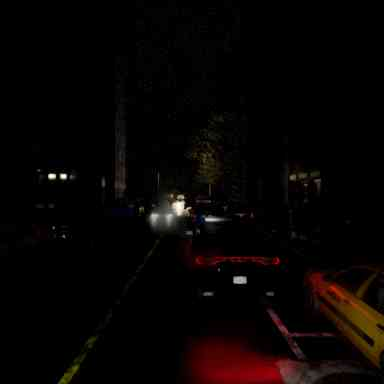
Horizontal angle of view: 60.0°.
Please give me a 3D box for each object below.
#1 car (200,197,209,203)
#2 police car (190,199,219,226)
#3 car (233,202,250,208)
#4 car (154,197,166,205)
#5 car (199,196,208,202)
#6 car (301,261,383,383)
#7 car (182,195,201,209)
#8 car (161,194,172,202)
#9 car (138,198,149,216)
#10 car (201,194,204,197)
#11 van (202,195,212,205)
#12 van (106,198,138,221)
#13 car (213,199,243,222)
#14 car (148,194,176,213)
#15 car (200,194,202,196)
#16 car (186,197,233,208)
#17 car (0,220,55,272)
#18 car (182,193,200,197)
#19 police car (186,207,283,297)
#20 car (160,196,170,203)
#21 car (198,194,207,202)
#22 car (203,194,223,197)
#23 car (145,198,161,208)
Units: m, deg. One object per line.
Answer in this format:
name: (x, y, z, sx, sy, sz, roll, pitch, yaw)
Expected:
car: (2.684, 1.673, 71.966, 1.802, 1.307, 4.206, 0, 0, 0)
police car: (0.840, 1.424, 24.712, 1.930, 1.638, 5.238, 0, 0, 0)
car: (2.807, 1.436, 21.211, 1.967, 1.590, 4.097, 0, 0, 0)
car: (-5.814, 1.644, 60.678, 1.802, 1.307, 4.206, 0, 0, 0)
car: (2.670, 1.678, 77.604, 1.947, 1.339, 4.313, 0, 0, 0)
car: (2.855, 1.523, 4.495, 1.752, 1.417, 4.829, 0, 0, 1)
car: (-0.083, 1.554, 44.441, 1.812, 1.442, 4.674, 0, 0, 0)
car: (-5.856, 1.427, 77.594, 2.192, 1.841, 5.009, 0, 0, 0)
car: (-5.746, 1.572, 32.483, 1.947, 1.339, 4.313, 0, 0, 0)
car: (2.752, 1.342, 43.768, 2.192, 1.841, 5.009, 0, 0, 0)
van: (2.712, 1.403, 60.687, 1.690, 1.788, 3.998, 0, 0, 0)
van: (-5.731, 1.341, 26.845, 1.690, 1.788, 3.998, 0, 0, 0)
car: (2.794, 1.440, 26.850, 1.967, 1.590, 4.097, 0, 0, 0)
car: (-3.187, 1.365, 36.411, 2.097, 1.767, 4.553, 0, 0, 0)
car: (2.726, 1.491, 55.047, 1.967, 1.590, 4.097, 0, 0, 0)
car: (0.854, 1.346, 18.572, 2.097, 1.767, 4.553, 0, 0, 0)
car: (-5.691, 1.522, 9.720, 1.752, 1.417, 4.829, 0, 0, 1)
car: (-0.139, 1.277, 57.508, 2.150, 2.045, 5.566, 0, 0, 0)
police car: (0.878, 1.422, 8.711, 1.930, 1.638, 5.238, 0, 0, 0)
car: (-5.841, 1.616, 71.786, 1.752, 1.417, 4.829, 0, 0, 0)
car: (2.656, 1.450, 83.245, 2.192, 1.841, 5.009, 0, 0, 0)
car: (2.766, 1.331, 38.130, 2.192, 1.841, 5.009, 0, 0, 0)
car: (-5.787, 1.583, 49.400, 1.887, 1.381, 4.507, 0, 0, 0)
